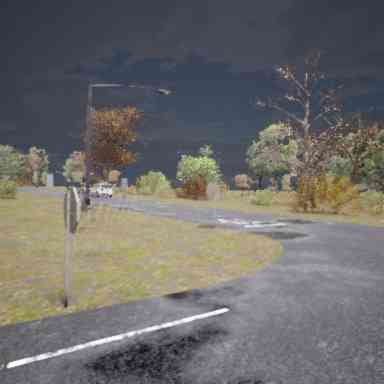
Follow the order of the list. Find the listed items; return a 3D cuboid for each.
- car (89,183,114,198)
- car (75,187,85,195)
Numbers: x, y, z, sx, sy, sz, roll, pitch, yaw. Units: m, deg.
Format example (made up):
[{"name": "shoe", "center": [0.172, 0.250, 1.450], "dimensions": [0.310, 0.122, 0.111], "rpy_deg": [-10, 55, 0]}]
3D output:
[{"name": "car", "center": [-13.662, -0.249, 49.917], "dimensions": [2.150, 2.045, 5.566], "rpy_deg": [1, 1, -36]}, {"name": "car", "center": [-19.743, -0.206, 58.396], "dimensions": [1.895, 1.301, 4.718], "rpy_deg": [1, 1, -36]}]
